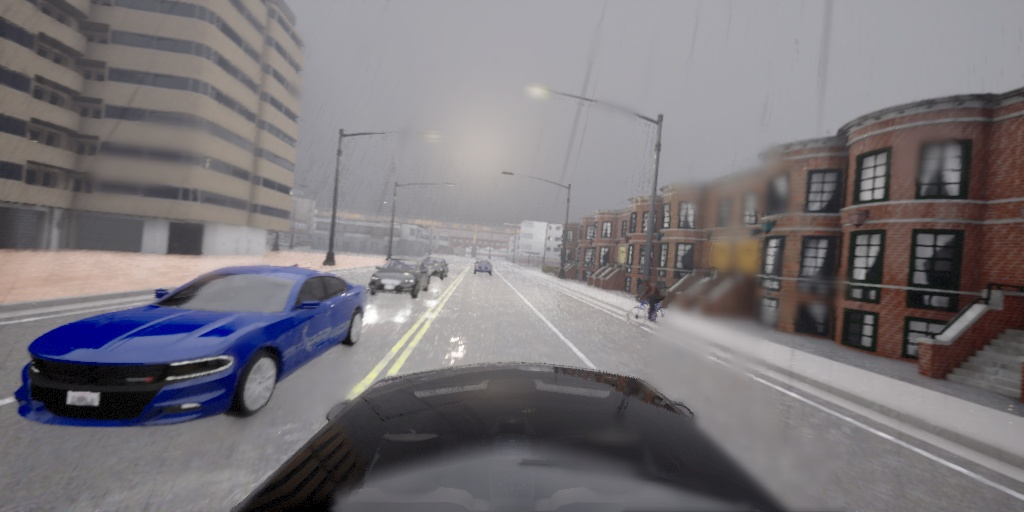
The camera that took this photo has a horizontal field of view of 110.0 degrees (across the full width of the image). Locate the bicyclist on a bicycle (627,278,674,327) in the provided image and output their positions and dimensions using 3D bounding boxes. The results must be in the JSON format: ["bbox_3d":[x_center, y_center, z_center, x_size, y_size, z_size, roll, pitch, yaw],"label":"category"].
[{"bbox_3d":[4.682,1.585,12.091,1.656,1.620,0.582,1,0,-5],"label":"bicyclist on a bicycle"}]

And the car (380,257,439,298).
[{"bbox_3d":[-4.722,0.876,15.683,2.128,1.511,4.902,5,0,-5],"label":"car"}]

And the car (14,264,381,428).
[{"bbox_3d":[-3.780,0.905,5.478,1.882,1.535,5.008,5,0,-5],"label":"car"}]

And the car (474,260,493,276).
[{"bbox_3d":[-2.985,1.168,36.870,2.033,1.411,5.357,5,0,-5],"label":"car"}]

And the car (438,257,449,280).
[{"bbox_3d":[-5.669,0.833,26.027,2.128,1.511,4.902,5,0,-5],"label":"car"}]
